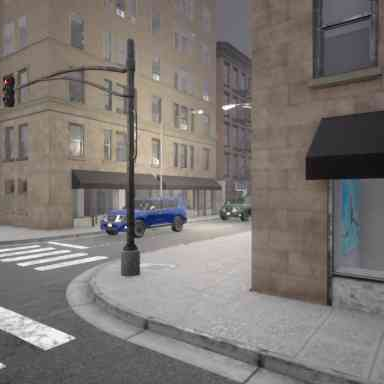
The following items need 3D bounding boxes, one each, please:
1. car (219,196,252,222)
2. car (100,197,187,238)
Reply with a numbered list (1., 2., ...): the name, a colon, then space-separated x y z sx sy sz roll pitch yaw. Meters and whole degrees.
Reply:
1. car: 4.483 1.387 28.705 2.150 2.045 5.566 0 0 35
2. car: -2.506 1.316 18.855 2.150 2.045 5.566 0 0 35
